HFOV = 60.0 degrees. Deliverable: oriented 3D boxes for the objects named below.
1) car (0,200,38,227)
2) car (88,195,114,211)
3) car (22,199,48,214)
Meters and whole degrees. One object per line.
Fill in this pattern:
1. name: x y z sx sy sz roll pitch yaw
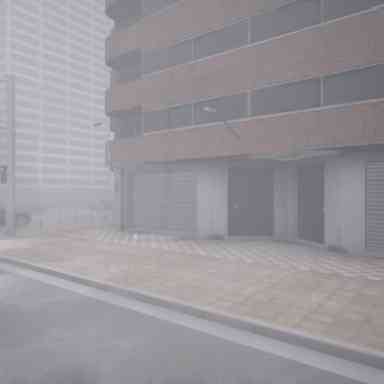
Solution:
1. car: -12.513 1.477 20.416 1.882 1.535 5.008 0 0 37
2. car: -10.451 1.505 40.889 1.837 1.490 4.892 0 0 37
3. car: -16.698 1.505 32.633 1.837 1.490 4.892 0 0 37
